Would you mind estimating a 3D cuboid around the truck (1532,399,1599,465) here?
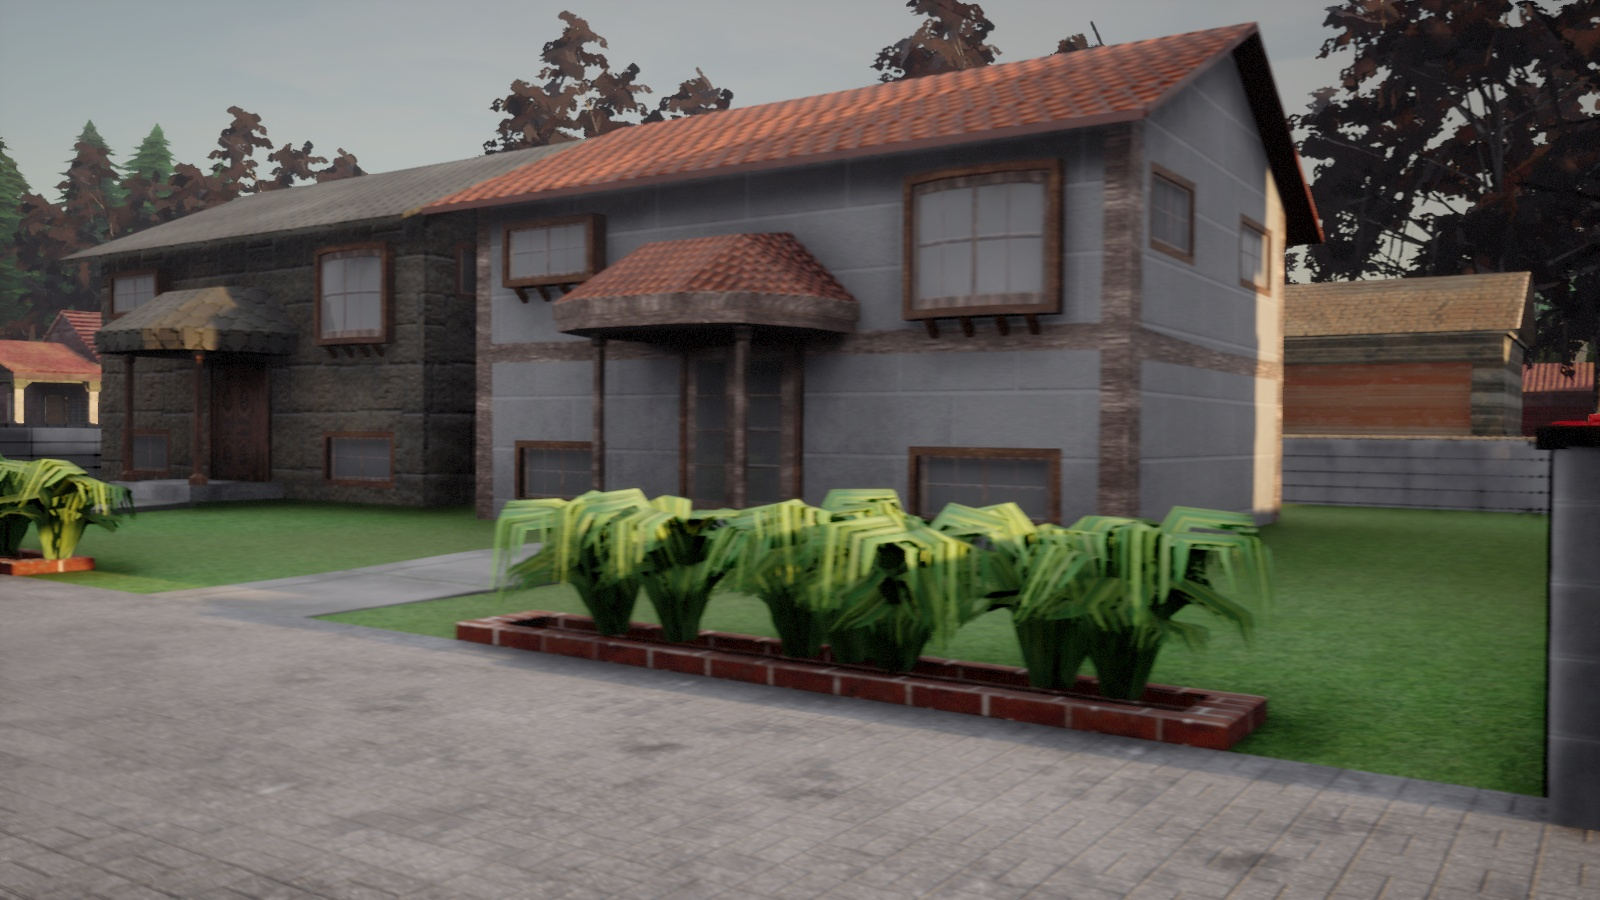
[{"bbox_3d":[30.998,-0.689,47.862,5.204,2.467,2.627,0,1,34],"label":"truck"}]
